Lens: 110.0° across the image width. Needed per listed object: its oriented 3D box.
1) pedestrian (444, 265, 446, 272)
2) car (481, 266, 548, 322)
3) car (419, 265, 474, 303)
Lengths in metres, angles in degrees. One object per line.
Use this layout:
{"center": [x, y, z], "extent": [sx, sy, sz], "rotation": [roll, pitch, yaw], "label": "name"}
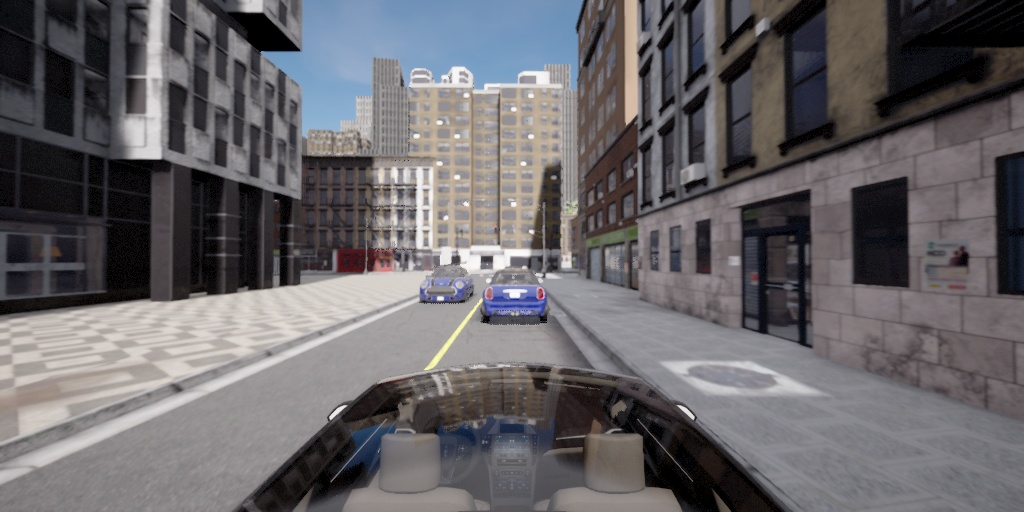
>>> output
{"center": [-10.168, 1.566, 55.131], "extent": [0.375, 1.860, 0.375], "rotation": [0, 0, -1], "label": "pedestrian"}
{"center": [0.092, 1.232, 13.018], "extent": [2.097, 1.767, 4.553], "rotation": [0, -1, 0], "label": "car"}
{"center": [-3.102, 1.287, 17.819], "extent": [2.097, 1.767, 4.553], "rotation": [0, -1, 0], "label": "car"}
